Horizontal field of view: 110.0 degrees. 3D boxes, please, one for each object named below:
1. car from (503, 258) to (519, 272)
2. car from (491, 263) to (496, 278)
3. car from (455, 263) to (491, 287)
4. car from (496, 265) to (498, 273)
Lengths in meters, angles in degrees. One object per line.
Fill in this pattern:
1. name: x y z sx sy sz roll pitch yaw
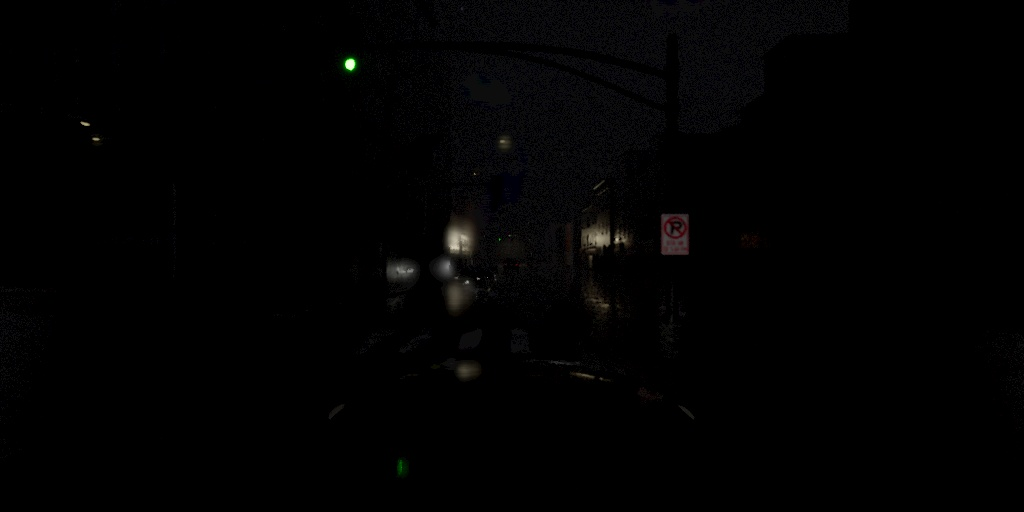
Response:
1. car: -0.119 1.297 52.189 2.150 2.045 5.566 0 0 0
2. car: -2.930 1.477 36.726 1.837 1.490 4.892 0 0 0
3. car: -2.906 1.454 26.569 2.033 1.411 5.357 0 0 0
4. car: -2.953 1.658 49.634 1.895 1.301 4.718 0 0 0
